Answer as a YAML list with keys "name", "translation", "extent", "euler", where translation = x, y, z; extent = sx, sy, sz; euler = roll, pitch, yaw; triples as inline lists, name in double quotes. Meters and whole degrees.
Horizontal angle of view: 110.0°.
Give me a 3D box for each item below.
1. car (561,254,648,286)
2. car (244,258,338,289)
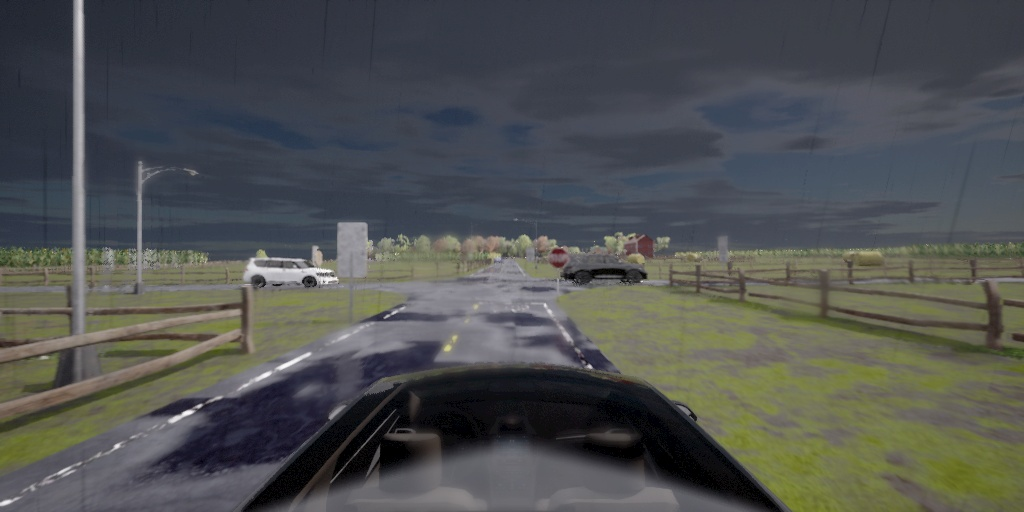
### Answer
- name: "car"
  translation: [6.090, 0.881, 24.035]
  extent: [5.566, 2.045, 2.150]
  euler: [0, -1, -1]
- name: "car"
  translation: [-14.664, 1.168, 23.923]
  extent: [5.566, 2.045, 2.150]
  euler: [1, -1, 0]
